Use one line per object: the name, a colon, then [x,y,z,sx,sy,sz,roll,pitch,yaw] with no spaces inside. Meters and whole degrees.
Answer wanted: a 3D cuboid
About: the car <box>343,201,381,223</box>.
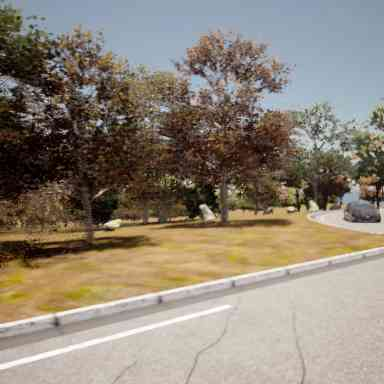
car: [12.689,1.462,25.123,1.837,1.490,4.892,-2,0,16]
